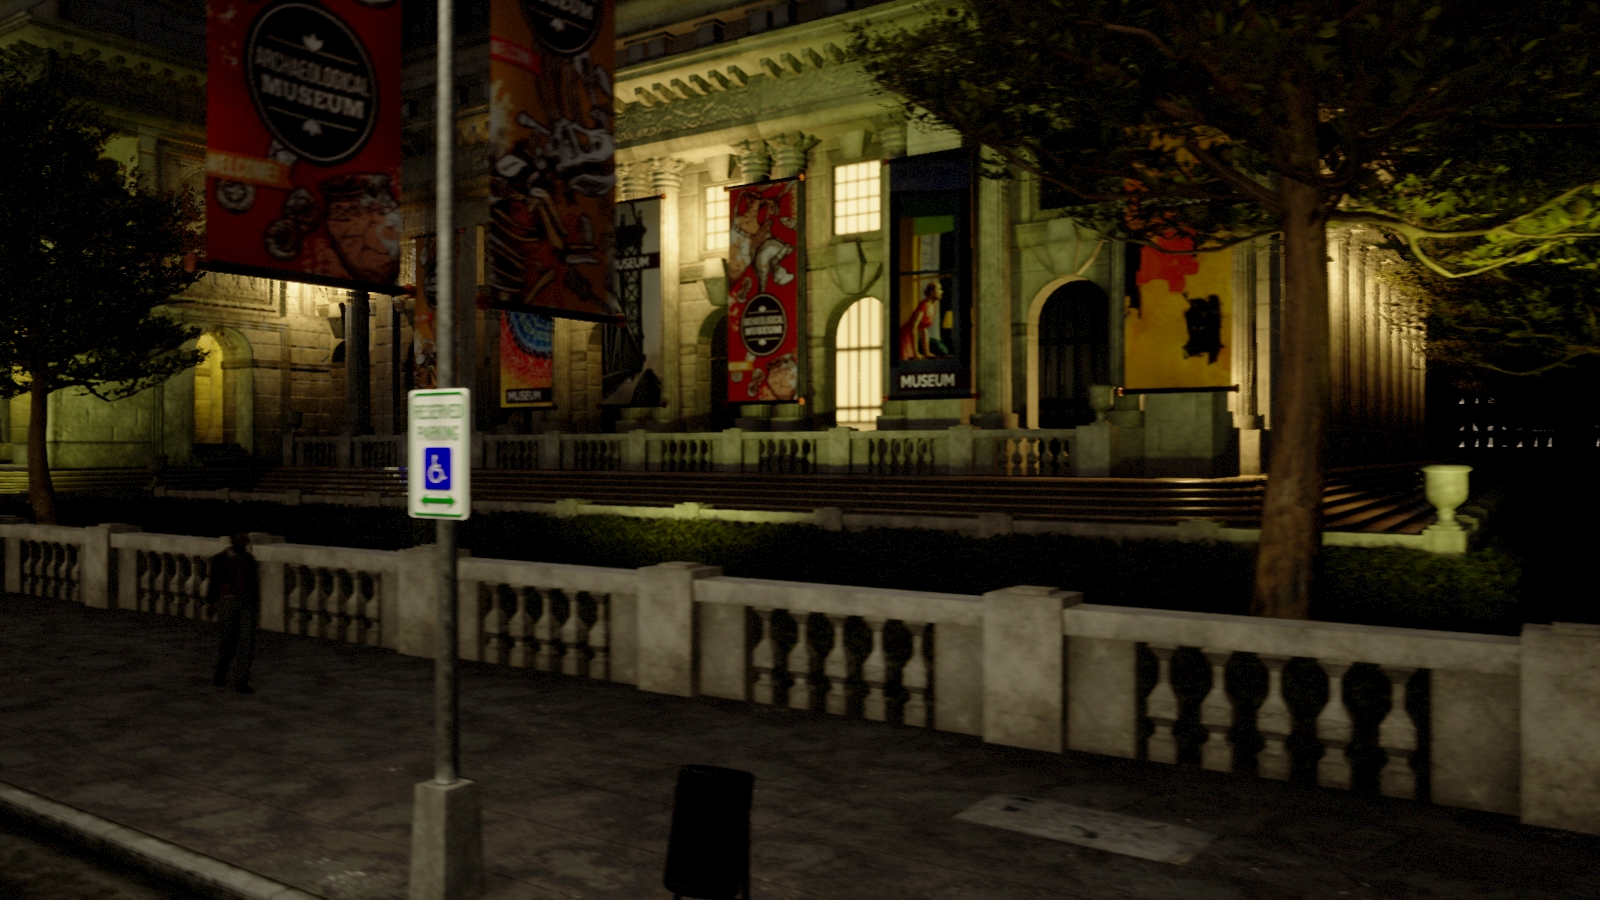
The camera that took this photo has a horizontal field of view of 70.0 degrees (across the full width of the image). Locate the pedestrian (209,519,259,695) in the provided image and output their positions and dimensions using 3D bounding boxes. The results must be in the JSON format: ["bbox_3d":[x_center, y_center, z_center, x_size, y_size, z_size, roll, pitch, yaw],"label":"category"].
[{"bbox_3d":[-6.192,1.696,12.500,0.375,1.860,0.375,0,0,41],"label":"pedestrian"}]
